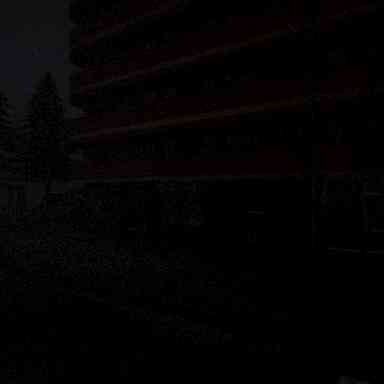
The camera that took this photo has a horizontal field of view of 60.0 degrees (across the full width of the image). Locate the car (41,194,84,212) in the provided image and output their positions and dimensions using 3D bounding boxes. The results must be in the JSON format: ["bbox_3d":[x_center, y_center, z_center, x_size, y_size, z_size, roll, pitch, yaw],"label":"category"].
[{"bbox_3d":[-14.299,1.230,37.792,2.150,2.045,5.566,0,0,36],"label":"car"}]
